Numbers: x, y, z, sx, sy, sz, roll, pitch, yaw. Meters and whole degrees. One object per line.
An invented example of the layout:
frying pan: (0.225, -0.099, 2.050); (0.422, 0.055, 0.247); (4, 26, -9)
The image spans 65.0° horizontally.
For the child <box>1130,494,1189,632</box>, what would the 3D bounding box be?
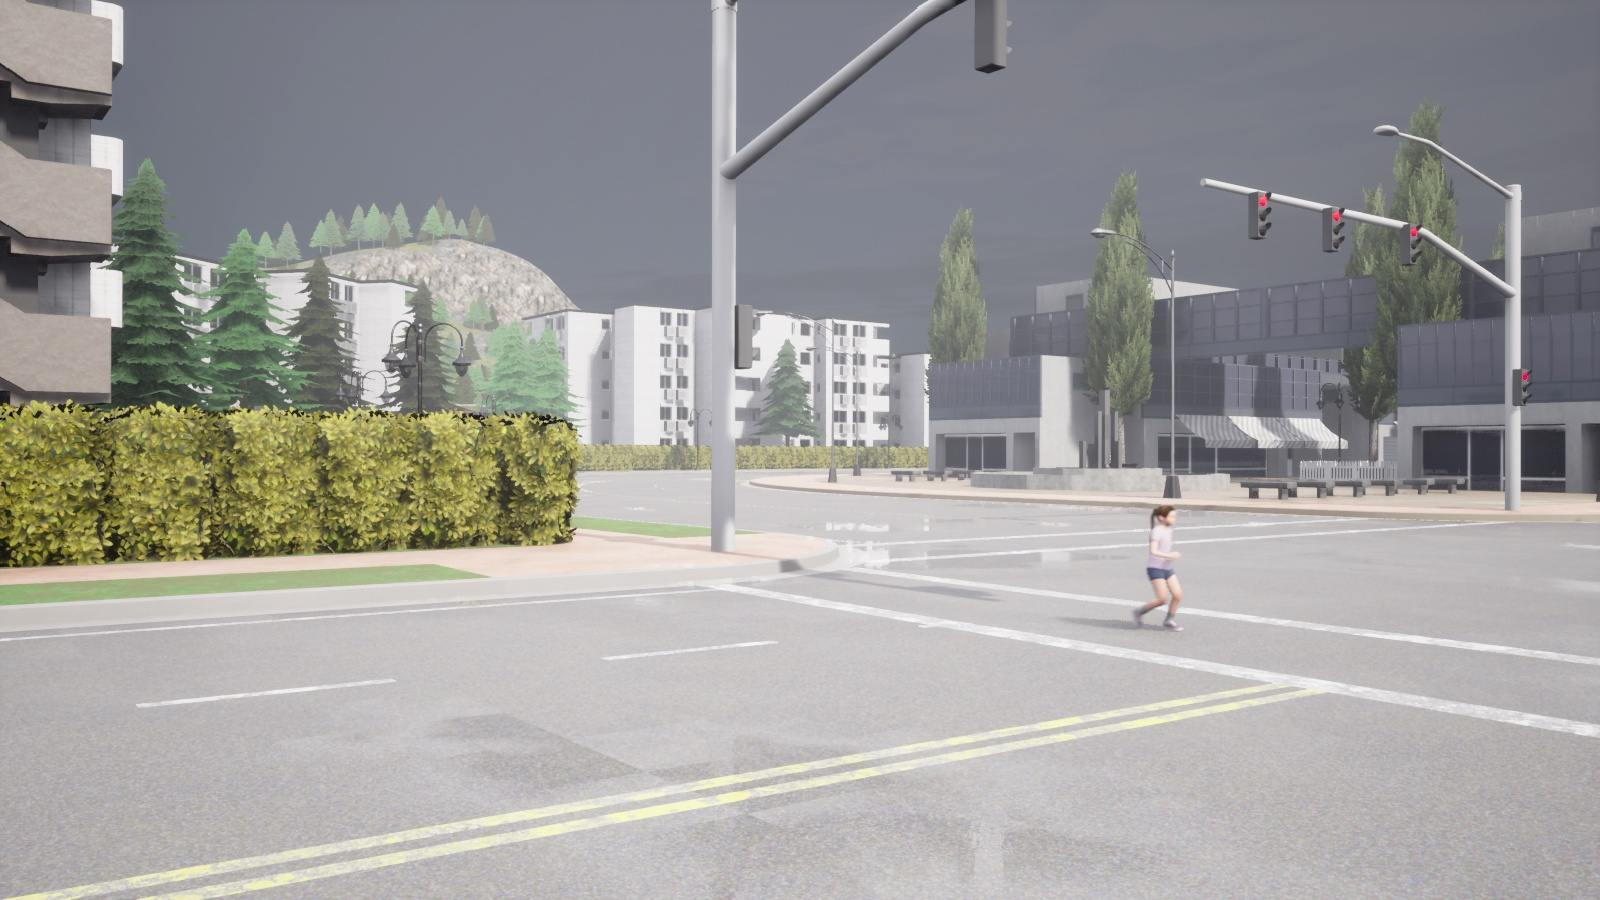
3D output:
child: (3.003, 0.933, 10.495); (0.255, 1.110, 0.394); (0, 0, -42)
